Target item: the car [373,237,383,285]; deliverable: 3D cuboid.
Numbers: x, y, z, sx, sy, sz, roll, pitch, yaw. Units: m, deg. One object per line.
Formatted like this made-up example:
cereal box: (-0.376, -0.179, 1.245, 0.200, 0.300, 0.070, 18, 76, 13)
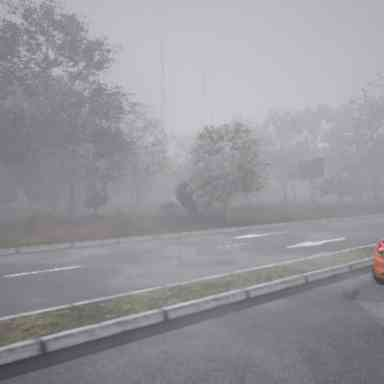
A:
car: (6.357, 1.283, 7.977, 4.553, 1.767, 2.097, -1, 0, -35)
